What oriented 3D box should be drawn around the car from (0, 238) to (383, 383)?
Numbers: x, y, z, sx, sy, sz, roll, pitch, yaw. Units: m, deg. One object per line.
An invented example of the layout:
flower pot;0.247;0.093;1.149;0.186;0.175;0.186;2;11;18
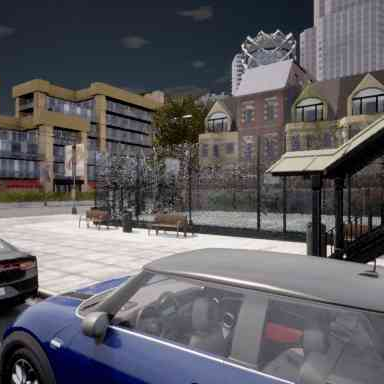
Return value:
car;0.148;1.354;3.198;4.553;1.767;2.185;0;0;35
